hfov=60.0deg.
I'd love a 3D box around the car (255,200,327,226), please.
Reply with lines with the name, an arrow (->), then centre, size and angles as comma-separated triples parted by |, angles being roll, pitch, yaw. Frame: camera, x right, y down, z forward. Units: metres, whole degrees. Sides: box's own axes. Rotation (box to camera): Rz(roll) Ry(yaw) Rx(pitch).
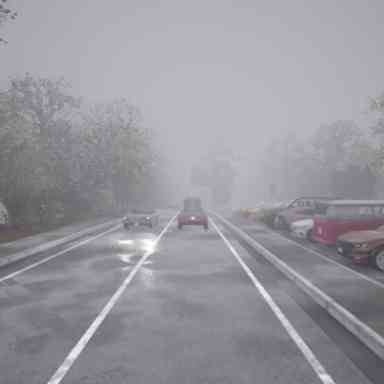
car -> 7.068, 1.450, 24.122 | 4.553, 1.767, 2.185 | 0, 0, 0

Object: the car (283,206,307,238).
car -> 7.049, 1.572, 15.797 | 4.674, 1.452, 2.002 | 0, 0, 0

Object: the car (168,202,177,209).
car -> -3.391, 2.664, 63.832 | 1.994, 1.385, 4.181 | 0, -2, 1

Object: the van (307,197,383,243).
van -> 7.167, 1.292, 13.022 | 4.442, 1.987, 1.878 | 0, 0, 0

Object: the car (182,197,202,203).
car -> 0.028, 1.588, 40.670 | 2.150, 2.045, 5.566 | 0, -1, 0

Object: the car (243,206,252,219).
car -> 7.039, 1.597, 26.898 | 5.008, 1.535, 2.097 | 0, 0, 0

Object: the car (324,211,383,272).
car -> 7.059, 1.504, 10.245 | 5.008, 1.535, 2.097 | 0, 0, 0

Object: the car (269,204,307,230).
car -> 7.073, 1.575, 18.573 | 4.792, 1.488, 2.163 | 0, 0, 0

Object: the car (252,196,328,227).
car -> 7.012, 1.308, 21.350 | 5.566, 2.045, 2.435 | 0, 0, 0

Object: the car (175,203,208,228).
car -> 0.058, 1.659, 23.091 | 1.994, 1.385, 4.181 | 0, -1, 0

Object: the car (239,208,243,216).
car -> 7.035, 1.627, 29.669 | 4.892, 1.521, 2.231 | 0, -1, 0

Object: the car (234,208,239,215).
car -> 6.841, 1.661, 32.438 | 5.366, 1.575, 1.946 | 0, -1, 0

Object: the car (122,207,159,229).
car -> -3.391, 1.691, 22.548 | 1.895, 1.301, 4.718 | 0, -1, 0
